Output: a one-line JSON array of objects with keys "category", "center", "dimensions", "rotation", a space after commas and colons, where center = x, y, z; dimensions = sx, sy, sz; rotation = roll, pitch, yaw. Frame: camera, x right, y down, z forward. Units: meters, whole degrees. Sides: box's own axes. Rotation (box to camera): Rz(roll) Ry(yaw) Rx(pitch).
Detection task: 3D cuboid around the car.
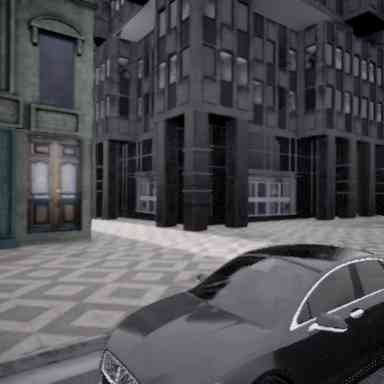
[{"category": "car", "center": [1.302, 1.513, 4.305], "dimensions": [4.892, 1.490, 1.837], "rotation": [0, 0, -35]}]
